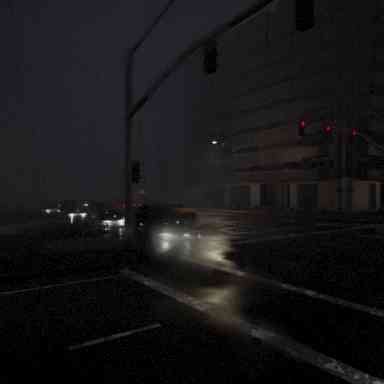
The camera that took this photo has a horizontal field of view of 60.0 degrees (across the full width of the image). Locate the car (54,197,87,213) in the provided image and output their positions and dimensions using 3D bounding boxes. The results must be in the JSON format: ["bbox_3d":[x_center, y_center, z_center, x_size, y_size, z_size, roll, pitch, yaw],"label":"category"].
[{"bbox_3d":[-13.758,1.603,37.899,2.033,1.411,5.357,0,0,-35],"label":"car"}]

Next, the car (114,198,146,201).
[{"bbox_3d":[-6.861,1.407,34.223,2.097,1.767,4.553,0,0,-36],"label":"car"}]

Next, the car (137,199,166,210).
[{"bbox_3d":[-5.556,1.656,44.805,1.895,1.301,4.718,0,0,-35],"label":"car"}]

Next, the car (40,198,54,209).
[{"bbox_3d":[-19.807,1.533,46.472,1.882,1.535,5.008,0,0,-35],"label":"car"}]

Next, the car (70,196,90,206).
[{"bbox_3d":[-19.911,1.547,58.954,2.128,1.511,4.902,0,0,-35],"label":"car"}]

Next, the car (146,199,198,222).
[{"bbox_3d":[-1.485,1.533,26.661,1.882,1.535,5.008,0,0,-35],"label":"car"}]

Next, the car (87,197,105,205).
[{"bbox_3d":[-17.960,1.582,62.259,1.812,1.442,4.674,0,-1,-34],"label":"car"}]

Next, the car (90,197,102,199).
[{"bbox_3d":[-12.947,1.603,42.800,2.033,1.411,5.357,0,0,-35],"label":"car"}]

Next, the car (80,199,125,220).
[{"bbox_3d":[-7.898,1.603,29.639,2.033,1.411,5.357,0,0,-35],"label":"car"}]

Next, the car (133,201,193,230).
[{"bbox_3d":[-2.254,1.560,21.702,1.837,1.490,4.892,0,0,-36],"label":"car"}]
